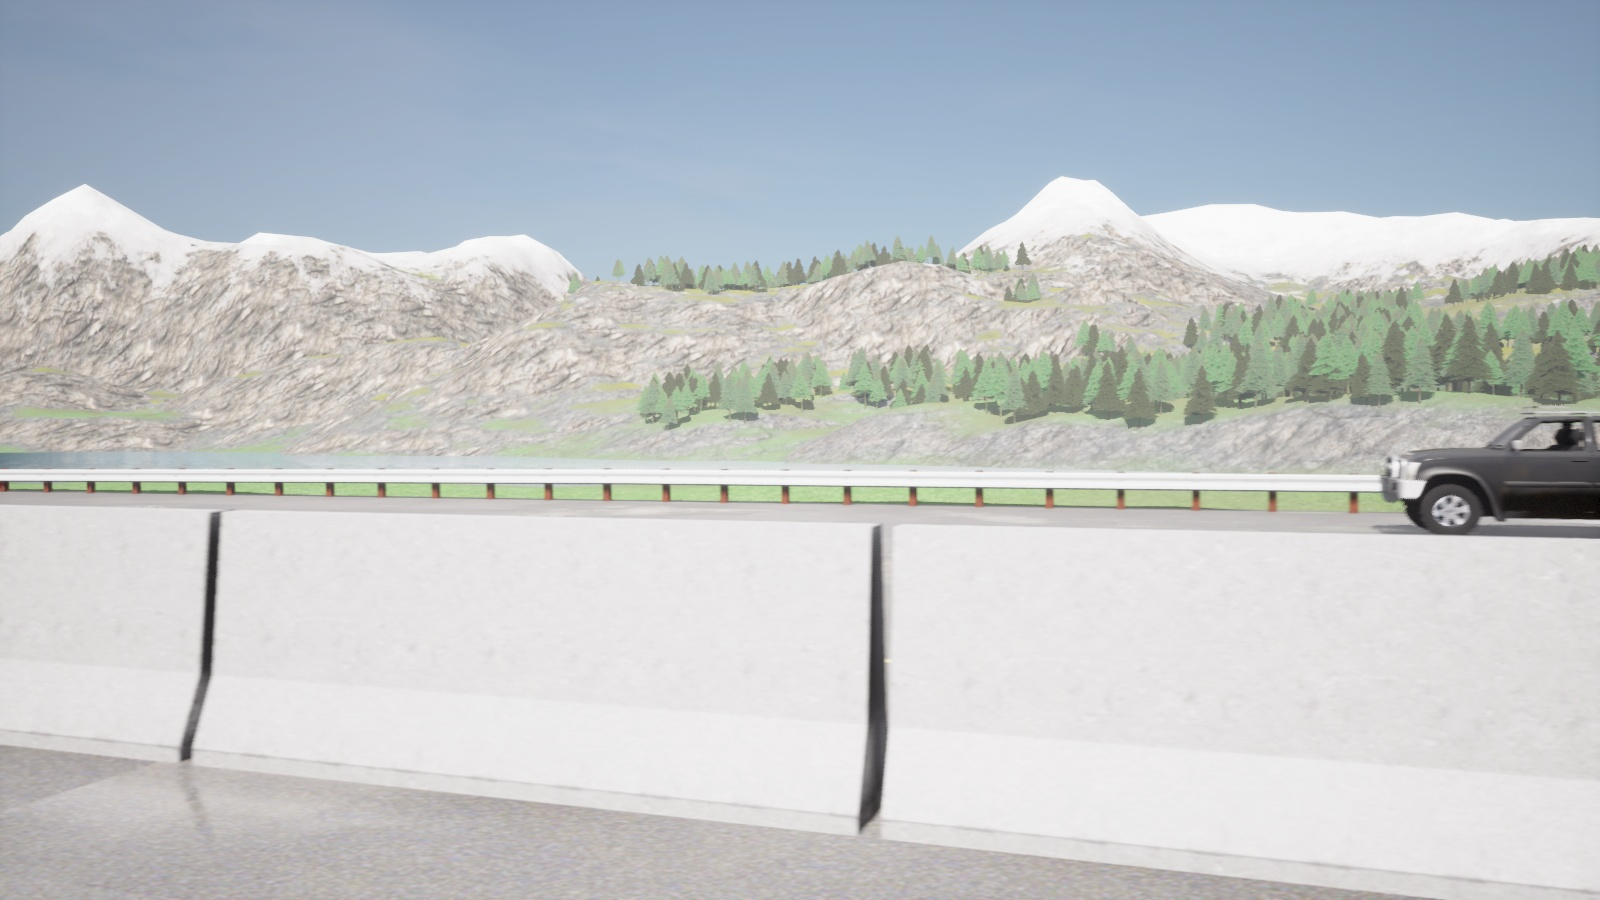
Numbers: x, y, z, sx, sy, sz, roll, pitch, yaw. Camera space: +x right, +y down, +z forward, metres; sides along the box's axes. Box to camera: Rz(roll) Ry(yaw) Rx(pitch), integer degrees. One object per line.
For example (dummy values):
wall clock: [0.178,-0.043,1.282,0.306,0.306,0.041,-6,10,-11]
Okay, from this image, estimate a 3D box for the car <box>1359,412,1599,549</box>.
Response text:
car: [10.659,0.394,18.066,4.605,1.855,1.932,1,1,19]
